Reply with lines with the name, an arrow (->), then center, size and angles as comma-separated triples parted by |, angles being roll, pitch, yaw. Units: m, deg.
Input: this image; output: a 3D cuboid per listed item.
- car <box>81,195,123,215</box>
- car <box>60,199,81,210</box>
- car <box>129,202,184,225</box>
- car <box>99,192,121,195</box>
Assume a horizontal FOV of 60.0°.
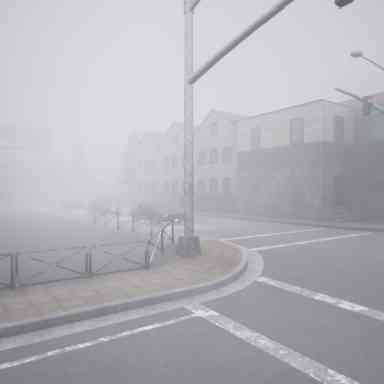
car -> -8.253, 1.315, 31.027 | 2.128, 1.511, 4.902 | 0, 0, -35
car -> -14.073, 1.425, 39.300 | 1.895, 1.301, 4.718 | 0, 0, -35
car -> -2.507, 1.371, 22.909 | 2.033, 1.411, 5.357 | 0, 0, -35
car -> -10.190, 1.046, 40.140 | 2.150, 2.045, 5.566 | 0, 0, -35
